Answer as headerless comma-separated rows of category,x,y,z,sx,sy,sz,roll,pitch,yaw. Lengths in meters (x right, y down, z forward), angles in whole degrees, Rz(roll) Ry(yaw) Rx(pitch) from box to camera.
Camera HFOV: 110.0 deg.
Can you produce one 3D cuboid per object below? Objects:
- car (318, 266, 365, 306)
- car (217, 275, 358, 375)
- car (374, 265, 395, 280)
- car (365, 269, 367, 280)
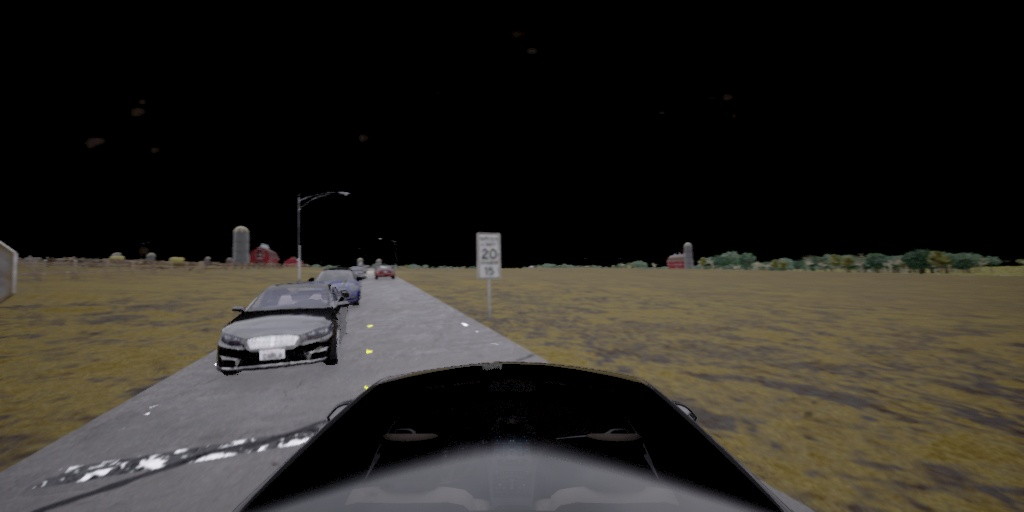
car,-8.265,1.373,16.942,2.097,1.767,4.553,0,-1,-21
car,-4.781,1.369,8.082,2.128,1.511,4.902,0,-1,-22
car,-14.946,1.790,42.070,2.097,1.767,4.553,0,-1,-21
car,-11.777,1.771,25.921,1.895,1.301,4.718,0,-1,-21
